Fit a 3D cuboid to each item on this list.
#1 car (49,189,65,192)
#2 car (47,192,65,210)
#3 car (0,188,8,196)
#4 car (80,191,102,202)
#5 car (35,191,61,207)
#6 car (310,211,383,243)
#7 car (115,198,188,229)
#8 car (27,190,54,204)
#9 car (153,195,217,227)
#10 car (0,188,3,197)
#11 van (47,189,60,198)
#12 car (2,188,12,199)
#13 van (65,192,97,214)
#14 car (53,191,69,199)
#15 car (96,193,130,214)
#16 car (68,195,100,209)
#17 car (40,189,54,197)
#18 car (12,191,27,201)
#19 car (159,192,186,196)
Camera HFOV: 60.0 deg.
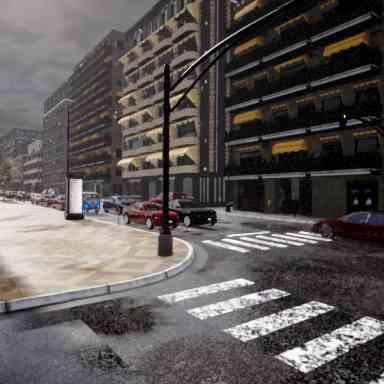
[{"bbox_3d":[-17.706,0.635,44.445,2.097,1.767,4.553,1,0,-36],"label":"car"},{"bbox_3d":[-12.436,0.997,32.769,1.887,1.381,4.507,2,0,-36],"label":"car"},{"bbox_3d":[-42.440,-0.022,73.893,2.192,1.841,5.009,2,0,-36],"label":"car"},{"bbox_3d":[-15.672,0.710,51.423,1.967,1.590,4.097,2,0,-36],"label":"car"},{"bbox_3d":[-15.770,0.909,37.338,1.887,1.381,4.507,2,0,-36],"label":"car"},{"bbox_3d":[7.955,1.526,14.589,2.033,1.411,5.357,0,1,-36],"label":"car"},{"bbox_3d":[-2.433,1.261,19.061,1.887,1.381,4.507,2,0,-36],"label":"car"},{"bbox_3d":[-19.004,0.805,41.771,1.752,1.417,4.829,2,0,-36],"label":"car"},{"bbox_3d":[-0.444,1.216,20.704,1.882,1.535,5.008,1,0,-35],"label":"car"},{"bbox_3d":[-39.112,0.301,69.323,2.008,1.369,4.403,2,0,-36],"label":"car"},{"bbox_3d":[-29.007,0.260,69.700,1.690,1.788,3.998,2,0,-36],"label":"van"},{"bbox_3d":[-32.443,0.470,60.185,1.887,1.381,4.507,2,0,-36],"label":"car"},{"bbox_3d":[-9.095,0.881,28.200,1.690,1.788,3.998,2,0,-36],"label":"van"},{"bbox_3d":[-25.779,0.529,65.268,1.752,1.417,4.829,2,0,-36],"label":"car"},{"bbox_3d":[-6.028,1.083,28.364,2.128,1.511,4.902,1,0,-36],"label":"car"},{"bbox_3d":[-11.849,1.039,36.351,1.895,1.301,4.718,1,0,-36],"label":"car"},{"bbox_3d":[-32.345,0.272,74.270,1.967,1.590,4.097,2,0,-36],"label":"car"},{"bbox_3d":[-25.771,0.541,51.046,1.967,1.590,4.097,2,0,-36],"label":"car"},{"bbox_3d":[-2.330,0.936,33.146,2.192,1.841,5.009,2,0,-36],"label":"car"}]
